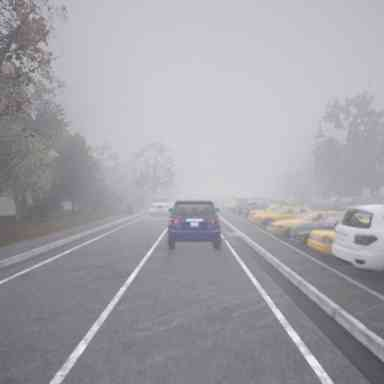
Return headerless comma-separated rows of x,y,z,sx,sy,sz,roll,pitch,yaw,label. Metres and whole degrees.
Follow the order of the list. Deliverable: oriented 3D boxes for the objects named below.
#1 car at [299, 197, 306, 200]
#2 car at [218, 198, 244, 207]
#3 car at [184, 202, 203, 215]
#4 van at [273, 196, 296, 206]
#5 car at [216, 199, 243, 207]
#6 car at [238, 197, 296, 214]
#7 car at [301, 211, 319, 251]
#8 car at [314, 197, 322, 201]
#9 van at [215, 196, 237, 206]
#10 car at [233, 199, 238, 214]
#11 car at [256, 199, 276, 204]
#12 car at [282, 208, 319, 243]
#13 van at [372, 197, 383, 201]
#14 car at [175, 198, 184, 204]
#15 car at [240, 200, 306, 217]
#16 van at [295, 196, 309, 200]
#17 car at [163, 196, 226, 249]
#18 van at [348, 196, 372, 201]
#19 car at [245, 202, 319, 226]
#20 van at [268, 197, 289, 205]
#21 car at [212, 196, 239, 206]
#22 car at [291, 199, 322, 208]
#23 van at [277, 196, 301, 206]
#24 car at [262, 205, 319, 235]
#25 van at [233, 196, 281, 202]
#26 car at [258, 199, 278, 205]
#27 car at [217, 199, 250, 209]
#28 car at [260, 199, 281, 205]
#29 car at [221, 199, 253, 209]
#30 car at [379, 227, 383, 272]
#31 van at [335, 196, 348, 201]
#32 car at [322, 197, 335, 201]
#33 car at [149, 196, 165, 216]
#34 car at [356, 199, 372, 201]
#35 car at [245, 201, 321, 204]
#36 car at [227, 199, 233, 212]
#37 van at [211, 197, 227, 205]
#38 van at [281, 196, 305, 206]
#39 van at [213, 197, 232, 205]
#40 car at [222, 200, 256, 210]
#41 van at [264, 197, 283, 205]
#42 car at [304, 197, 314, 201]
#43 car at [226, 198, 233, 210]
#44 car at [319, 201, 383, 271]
20.238,2.004,53.610,4.674,1.452,2.002,0,-1,0,car
7.184,1.938,62.017,4.553,1.767,2.185,0,-1,0,car
0.153,1.864,38.743,2.033,1.411,5.357,0,-1,0,car
20.258,1.954,73.012,4.442,1.987,1.878,0,-1,0,van
7.230,2.095,64.792,5.008,1.535,2.097,0,-1,0,car
7.027,1.601,31.484,4.553,1.767,2.185,0,-1,0,car
7.042,1.638,12.057,5.366,1.575,1.946,0,0,0,car
20.146,1.619,45.178,5.566,2.045,2.435,0,-1,0,car
7.158,1.931,70.347,4.442,1.987,1.878,0,-1,0,van
7.045,1.784,34.256,4.792,1.488,2.163,0,-1,0,car
20.509,2.691,92.365,5.008,1.535,2.097,0,-2,0,car
6.883,1.649,14.835,4.892,1.521,2.231,0,0,0,car
19.967,1.493,31.314,4.442,1.987,1.878,0,-1,0,van
-2.988,2.103,77.720,1.895,1.301,4.718,0,-1,0,car
6.970,1.703,28.704,4.892,1.521,2.231,0,0,0,car
20.372,1.769,56.383,4.442,1.987,1.878,0,-1,0,van
0.097,1.334,15.226,2.150,2.045,5.566,0,0,0,car
20.231,1.552,36.868,4.442,1.987,1.878,0,-1,0,van
6.752,1.668,23.285,5.366,1.575,1.946,0,0,0,car
20.296,2.086,78.402,4.442,1.987,1.878,0,-2,0,van
7.323,1.936,73.122,5.566,2.045,2.435,0,-1,0,car
20.272,2.064,59.025,4.674,1.452,2.002,0,-1,0,car
20.470,1.922,70.107,4.442,1.987,1.878,0,-1,0,van
6.711,1.652,17.612,5.366,1.575,1.946,0,0,0,car
7.153,1.560,37.034,4.442,1.987,1.878,0,-1,0,van
20.488,2.613,89.470,5.008,1.535,2.097,0,-2,0,car
6.990,1.999,56.465,5.366,1.575,1.946,0,-1,0,car
20.467,2.538,86.701,4.892,1.521,2.231,0,-2,0,car
7.149,1.972,53.688,4.892,1.521,2.231,0,-1,0,car
6.822,1.628,6.506,5.008,1.535,2.097,0,0,0,car
20.018,1.583,39.639,4.442,1.987,1.878,0,-1,0,van
20.126,1.588,42.408,5.566,2.045,2.435,0,-1,0,car
-3.303,1.518,36.558,2.150,2.045,5.566,0,-1,0,car
20.100,1.747,34.096,5.008,1.535,2.097,0,-1,0,car
7.142,1.680,25.935,5.366,1.575,1.946,0,0,0,car
7.027,1.846,39.808,4.792,1.488,2.163,0,-1,0,car
7.551,2.475,92.532,4.442,1.987,1.878,0,-2,0,van
20.451,1.892,67.463,4.442,1.987,1.878,0,-1,0,van
7.218,2.097,78.658,4.442,1.987,1.878,0,-2,0,van
7.142,1.941,50.912,4.892,1.521,2.231,0,-1,0,car
20.570,2.236,83.937,4.442,1.987,1.878,0,-2,0,van
20.209,1.932,50.716,5.008,1.535,2.097,0,-1,0,car
7.047,1.877,42.584,4.792,1.488,2.163,0,-1,0,car
6.865,1.383,9.283,5.566,2.045,2.435,0,0,0,car
